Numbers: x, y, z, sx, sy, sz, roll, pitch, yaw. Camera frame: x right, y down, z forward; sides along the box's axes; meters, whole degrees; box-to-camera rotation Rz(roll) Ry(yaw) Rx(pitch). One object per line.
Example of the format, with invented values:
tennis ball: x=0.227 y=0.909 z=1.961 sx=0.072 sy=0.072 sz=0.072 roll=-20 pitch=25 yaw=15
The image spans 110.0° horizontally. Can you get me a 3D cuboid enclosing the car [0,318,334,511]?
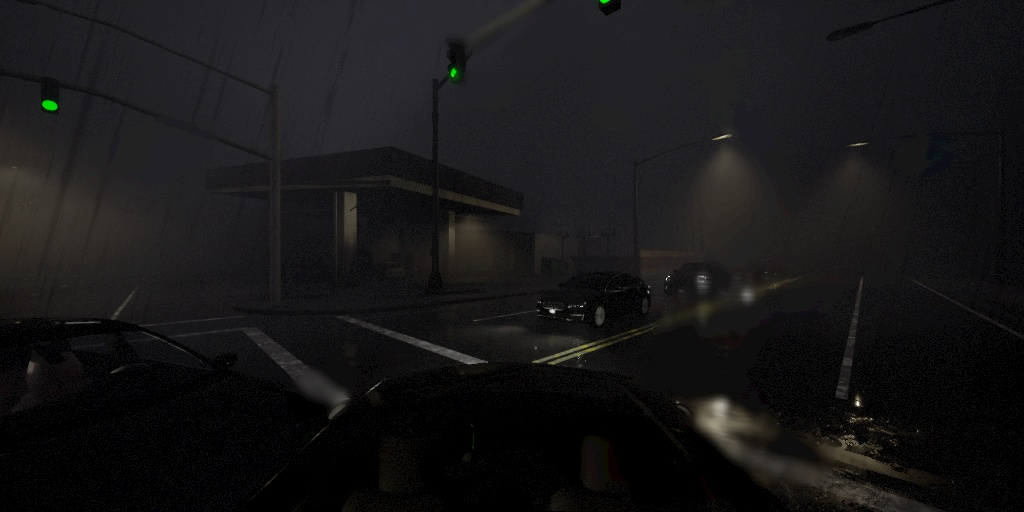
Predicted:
car: x=-3.440 y=1.242 z=2.432 sx=4.902 sy=1.511 sz=2.128 roll=0 pitch=0 yaw=14

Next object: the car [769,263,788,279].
car: x=23.524 y=1.314 z=32.475 sx=4.181 sy=1.385 sz=1.994 roll=0 pitch=0 yaw=-45

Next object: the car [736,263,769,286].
car: x=16.446 y=1.314 z=25.365 sx=1.994 sy=1.385 sz=4.181 roll=0 pitch=0 yaw=44

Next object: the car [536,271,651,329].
car: x=2.790 y=1.255 z=11.500 sx=1.837 sy=1.490 sz=4.892 roll=0 pitch=0 yaw=44

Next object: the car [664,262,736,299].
car: x=9.575 y=1.102 z=18.400 sx=2.097 sy=1.767 sz=4.553 roll=0 pitch=0 yaw=45
